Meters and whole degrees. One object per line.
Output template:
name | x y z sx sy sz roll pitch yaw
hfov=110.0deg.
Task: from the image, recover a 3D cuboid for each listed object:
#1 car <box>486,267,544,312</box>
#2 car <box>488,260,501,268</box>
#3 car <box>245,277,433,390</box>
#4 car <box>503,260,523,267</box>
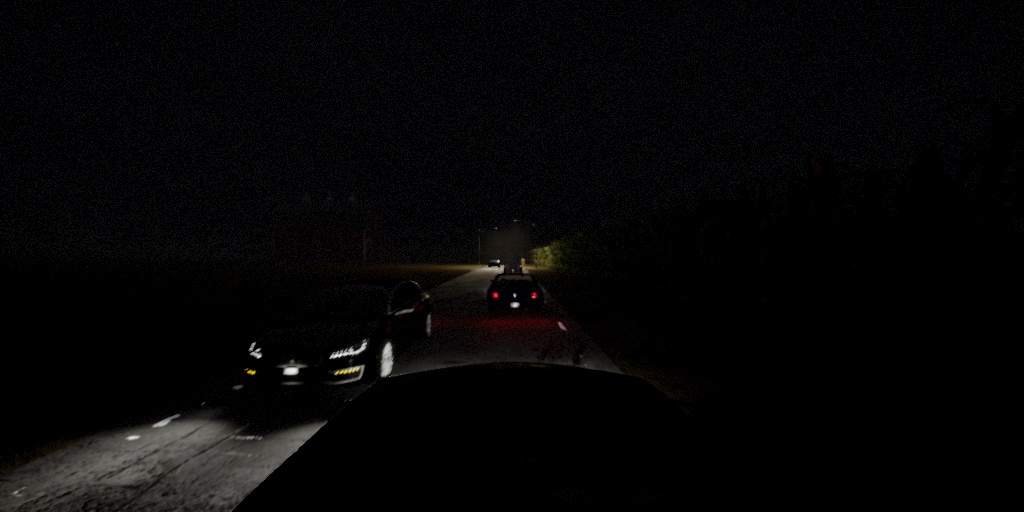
car | 0.097 1.269 13.671 1.895 1.301 4.718 0 0 0
car | -2.762 1.207 56.096 1.895 1.301 4.718 0 0 0
car | -2.850 1.215 7.055 1.837 1.490 4.892 0 0 0
car | 0.097 1.085 36.233 1.812 1.442 4.674 0 0 0
